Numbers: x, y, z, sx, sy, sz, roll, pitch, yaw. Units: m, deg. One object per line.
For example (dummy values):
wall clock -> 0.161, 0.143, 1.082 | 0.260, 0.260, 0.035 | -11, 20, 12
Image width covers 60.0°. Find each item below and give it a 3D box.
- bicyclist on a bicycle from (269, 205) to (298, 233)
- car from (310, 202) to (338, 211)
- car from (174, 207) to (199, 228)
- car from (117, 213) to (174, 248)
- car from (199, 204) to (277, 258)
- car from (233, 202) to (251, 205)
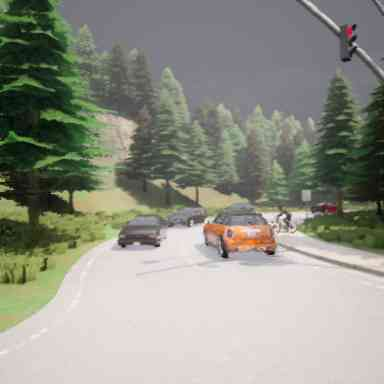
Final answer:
bicyclist on a bicycle -> 5.329, 1.592, 19.451 | 1.656, 1.620, 0.582 | -1, -1, 8
car -> 17.553, 2.072, 43.504 | 5.008, 1.535, 1.882 | 0, -1, -36
car -> -0.230, 1.980, 26.551 | 1.837, 1.490, 4.892 | -1, -1, 24
car -> -2.298, 1.872, 16.902 | 2.033, 1.411, 5.357 | -1, -1, 1
car -> 1.827, 1.583, 14.114 | 2.097, 1.767, 4.553 | 0, -1, -8
car -> 4.976, 1.932, 35.402 | 2.097, 1.767, 4.553 | -1, -1, 36
